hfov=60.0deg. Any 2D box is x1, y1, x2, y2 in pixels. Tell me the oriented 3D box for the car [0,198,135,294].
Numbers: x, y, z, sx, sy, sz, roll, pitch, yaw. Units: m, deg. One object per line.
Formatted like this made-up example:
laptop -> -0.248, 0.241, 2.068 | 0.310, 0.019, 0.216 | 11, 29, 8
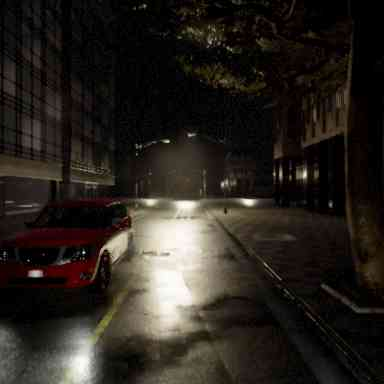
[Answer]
car -> -3.005, 1.217, 9.154 | 2.150, 2.045, 5.566 | 0, 0, 0
